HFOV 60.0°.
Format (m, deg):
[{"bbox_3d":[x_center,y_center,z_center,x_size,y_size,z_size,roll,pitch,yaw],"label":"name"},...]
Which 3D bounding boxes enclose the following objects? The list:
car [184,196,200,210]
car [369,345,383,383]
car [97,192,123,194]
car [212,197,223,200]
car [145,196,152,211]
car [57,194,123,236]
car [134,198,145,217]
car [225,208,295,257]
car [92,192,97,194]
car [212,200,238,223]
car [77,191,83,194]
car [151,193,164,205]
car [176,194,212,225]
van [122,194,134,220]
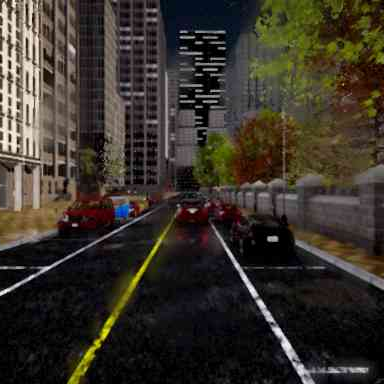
[{"bbox_3d":[-0.040,1.294,41.323,1.837,1.490,4.892,0,0,0],"label":"car"},{"bbox_3d":[2.564,1.557,1.410,1.947,1.339,4.313,0,0,0],"label":"car"},{"bbox_3d":[-18.003,1.019,72.678,4.206,1.307,1.802,1,0,1],"label":"car"},{"bbox_3d":[2.452,1.262,34.708,1.967,1.590,4.097,0,0,0],"label":"car"},{"bbox_3d":[-5.573,1.353,34.584,1.752,1.417,4.829,0,0,0],"label":"car"},{"bbox_3d":[-5.518,1.228,18.131,2.192,1.841,5.009,0,0,0],"label":"car"},{"bbox_3d":[-5.555,1.438,29.214,1.802,1.307,4.206,0,0,0],"label":"car"},{"bbox_3d":[2.527,1.502,12.509,1.947,1.339,4.313,0,0,0],"label":"car"},{"bbox_3d":[-23.410,0.773,80.651,4.097,1.590,1.967,1,0,1],"label":"car"},{"bbox_3d":[2.489,1.462,23.609,1.802,1.307,4.206,0,0,0],"label":"car"},{"bbox_3d":[-28.935,0.585,80.744,5.009,1.841,2.192,1,0,1],"label":"car"},{"bbox_3d":[-5.485,1.054,51.375,2.192,1.841,5.009,0,0,0],"label":"car"},{"bbox_3d":[0.024,1.237,22.792,2.097,1.767,4.553,0,0,0],"label":"car"},{"bbox_3d":[-5.536,1.226,23.672,1.690,1.788,3.998,0,0,0],"label":"van"}]
